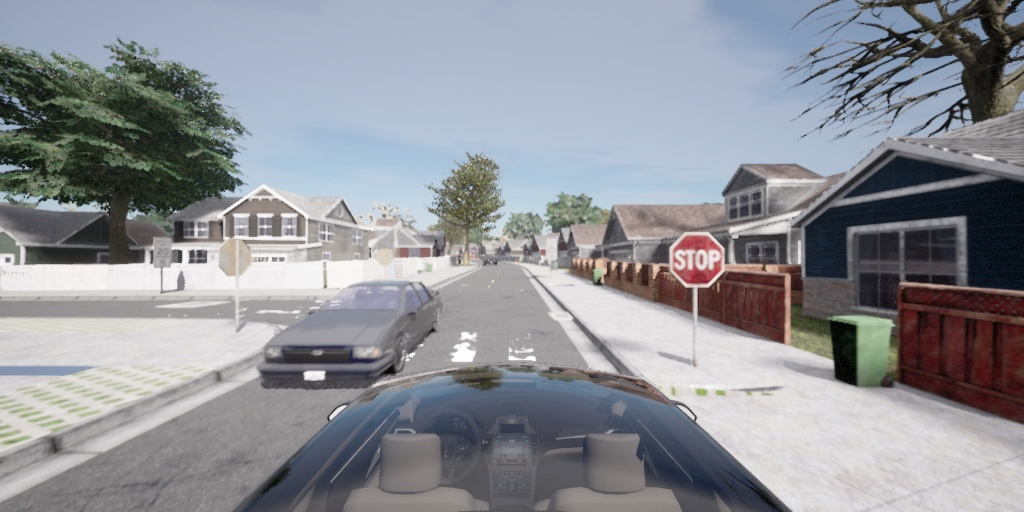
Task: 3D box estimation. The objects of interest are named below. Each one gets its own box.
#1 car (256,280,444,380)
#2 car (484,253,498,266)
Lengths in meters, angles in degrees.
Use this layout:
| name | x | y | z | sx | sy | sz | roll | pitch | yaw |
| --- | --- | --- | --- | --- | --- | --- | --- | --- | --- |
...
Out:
| name | x | y | z | sx | sy | sz | roll | pitch | yaw |
| --- | --- | --- | --- | --- | --- | --- | --- | --- | --- |
| car | -2.766 | 1.242 | 7.676 | 2.033 | 1.411 | 5.357 | 0 | 1 | 0 |
| car | -3.558 | 0.592 | 60.203 | 2.150 | 2.045 | 5.566 | 0 | 1 | -5 |
